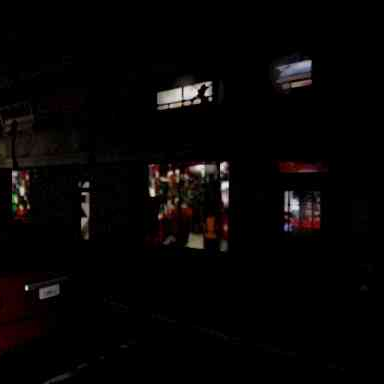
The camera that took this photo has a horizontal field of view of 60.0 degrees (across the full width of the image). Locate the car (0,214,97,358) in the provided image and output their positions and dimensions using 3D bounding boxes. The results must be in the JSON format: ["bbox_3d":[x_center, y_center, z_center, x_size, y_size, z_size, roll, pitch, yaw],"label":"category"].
[{"bbox_3d":[-3.700,1.306,5.481,5.009,1.841,2.192,0,1,35],"label":"car"}]
